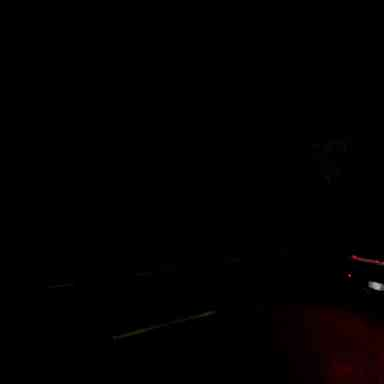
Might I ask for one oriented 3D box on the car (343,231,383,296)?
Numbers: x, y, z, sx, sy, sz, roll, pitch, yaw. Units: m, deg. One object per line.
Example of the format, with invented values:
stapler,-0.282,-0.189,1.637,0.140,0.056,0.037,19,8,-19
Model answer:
car,5.446,1.574,7.664,4.902,1.511,2.128,1,0,-35
